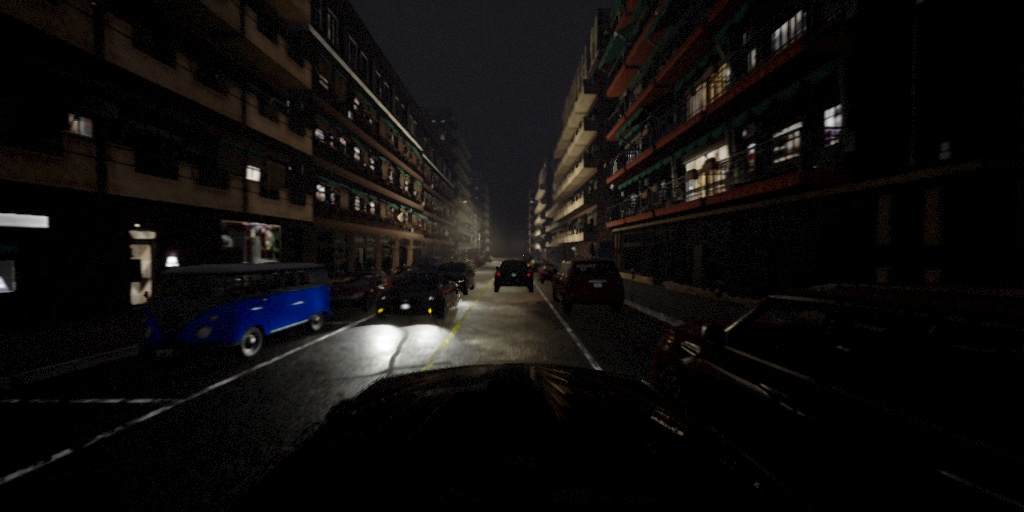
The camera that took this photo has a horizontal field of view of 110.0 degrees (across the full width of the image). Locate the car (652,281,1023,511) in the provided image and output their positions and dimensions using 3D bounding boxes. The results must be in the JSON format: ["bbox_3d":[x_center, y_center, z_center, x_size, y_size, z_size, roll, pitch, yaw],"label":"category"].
[{"bbox_3d":[2.688,1.061,2.245,2.192,1.841,5.009,0,0,0],"label":"car"}]

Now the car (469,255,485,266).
[{"bbox_3d":[-5.672,0.730,53.254,2.192,1.841,5.009,0,0,0],"label":"car"}]

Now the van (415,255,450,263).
[{"bbox_3d":[-5.666,0.937,24.936,1.690,1.789,3.998,0,0,0],"label":"van"}]

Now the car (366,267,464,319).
[{"bbox_3d":[-3.036,1.245,12.250,1.994,1.385,4.181,0,0,1],"label":"car"}]

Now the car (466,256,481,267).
[{"bbox_3d":[-5.674,1.001,47.590,2.007,1.370,4.403,0,0,0],"label":"car"}]

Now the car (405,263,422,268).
[{"bbox_3d":[-5.656,1.215,19.270,1.802,1.307,4.207,0,0,0],"label":"car"}]

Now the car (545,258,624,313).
[{"bbox_3d":[2.693,0.986,13.574,2.192,1.841,5.009,0,0,0],"label":"car"}]

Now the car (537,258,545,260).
[{"bbox_3d":[2.702,0.964,36.228,1.967,1.591,4.097,0,0,0],"label":"car"}]

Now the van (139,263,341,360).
[{"bbox_3d":[-5.657,1.049,7.943,1.690,1.789,3.998,0,0,0],"label":"van"}]

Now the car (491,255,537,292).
[{"bbox_3d":[0.092,0.977,20.525,2.097,1.767,4.553,0,0,0],"label":"car"}]

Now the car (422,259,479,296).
[{"bbox_3d":[-2.995,1.057,18.473,1.837,1.490,4.892,0,0,0],"label":"car"}]

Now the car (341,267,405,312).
[{"bbox_3d":[-5.655,1.253,13.607,1.802,1.307,4.207,0,0,0],"label":"car"}]

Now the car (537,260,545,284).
[{"bbox_3d":[2.697,1.179,24.901,1.802,1.307,4.207,0,0,0],"label":"car"}]

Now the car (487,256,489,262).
[{"bbox_3d":[-5.667,0.910,64.581,1.948,1.339,4.313,0,0,0],"label":"car"}]

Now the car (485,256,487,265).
[{"bbox_3d":[-5.670,0.819,58.918,1.967,1.591,4.097,0,0,0],"label":"car"}]

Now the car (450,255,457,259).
[{"bbox_3d":[-5.691,0.875,30.599,2.192,1.841,5.009,0,0,0],"label":"car"}]
